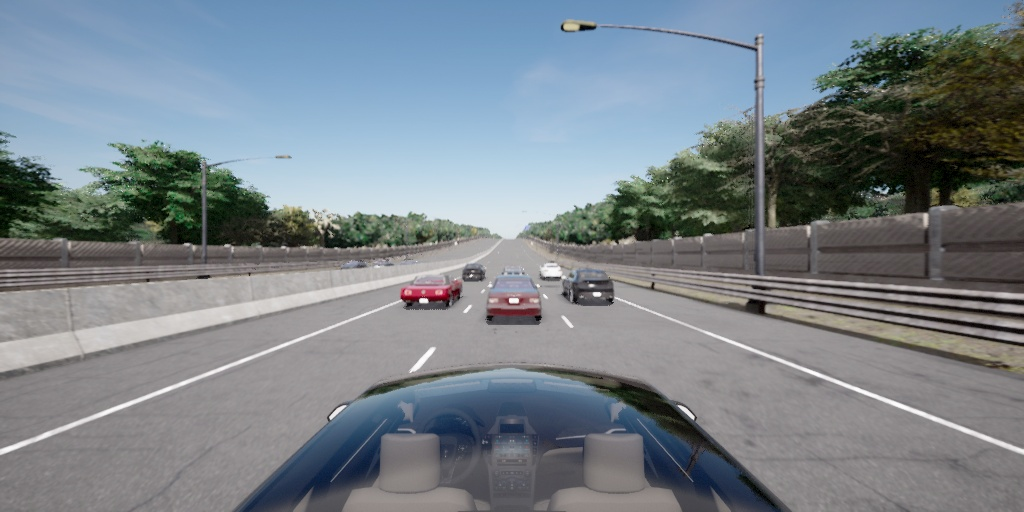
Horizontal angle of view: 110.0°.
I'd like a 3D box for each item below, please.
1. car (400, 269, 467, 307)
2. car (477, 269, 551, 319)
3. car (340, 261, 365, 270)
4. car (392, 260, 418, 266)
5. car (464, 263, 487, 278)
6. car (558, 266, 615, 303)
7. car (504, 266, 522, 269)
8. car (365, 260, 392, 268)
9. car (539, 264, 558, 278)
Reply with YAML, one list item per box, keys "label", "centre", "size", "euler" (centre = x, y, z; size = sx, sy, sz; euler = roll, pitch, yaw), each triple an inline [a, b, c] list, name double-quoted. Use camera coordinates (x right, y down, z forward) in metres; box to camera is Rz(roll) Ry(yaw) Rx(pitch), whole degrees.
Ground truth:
- label: "car"
  centre: [-3.417, 1.462, 16.175]
  size: [1.895, 1.301, 4.718]
  euler: [0, 0, 0]
- label: "car"
  centre: [0.071, 1.392, 13.203]
  size: [2.033, 1.411, 5.357]
  euler: [0, 0, 0]
- label: "car"
  centre: [-21.078, 1.392, 48.281]
  size: [2.033, 1.411, 5.357]
  euler: [0, 0, 0]
- label: "car"
  centre: [-14.081, 1.334, 48.730]
  size: [2.128, 1.511, 4.902]
  euler: [0, 0, 0]
- label: "car"
  centre: [-3.413, 1.404, 32.718]
  size: [1.837, 1.490, 4.892]
  euler: [0, 0, 0]
- label: "car"
  centre: [3.586, 1.373, 17.502]
  size: [1.837, 1.490, 4.892]
  euler: [0, 0, 0]
- label: "car"
  centre: [0.083, 1.501, 31.207]
  size: [1.895, 1.301, 4.718]
  euler: [0, 0, 0]
- label: "car"
  centre: [-17.578, 1.334, 48.756]
  size: [2.128, 1.511, 4.902]
  euler: [0, 0, 0]
- label: "car"
  centre: [3.587, 1.424, 33.461]
  size: [1.812, 1.442, 4.674]
  euler: [0, 0, 0]
